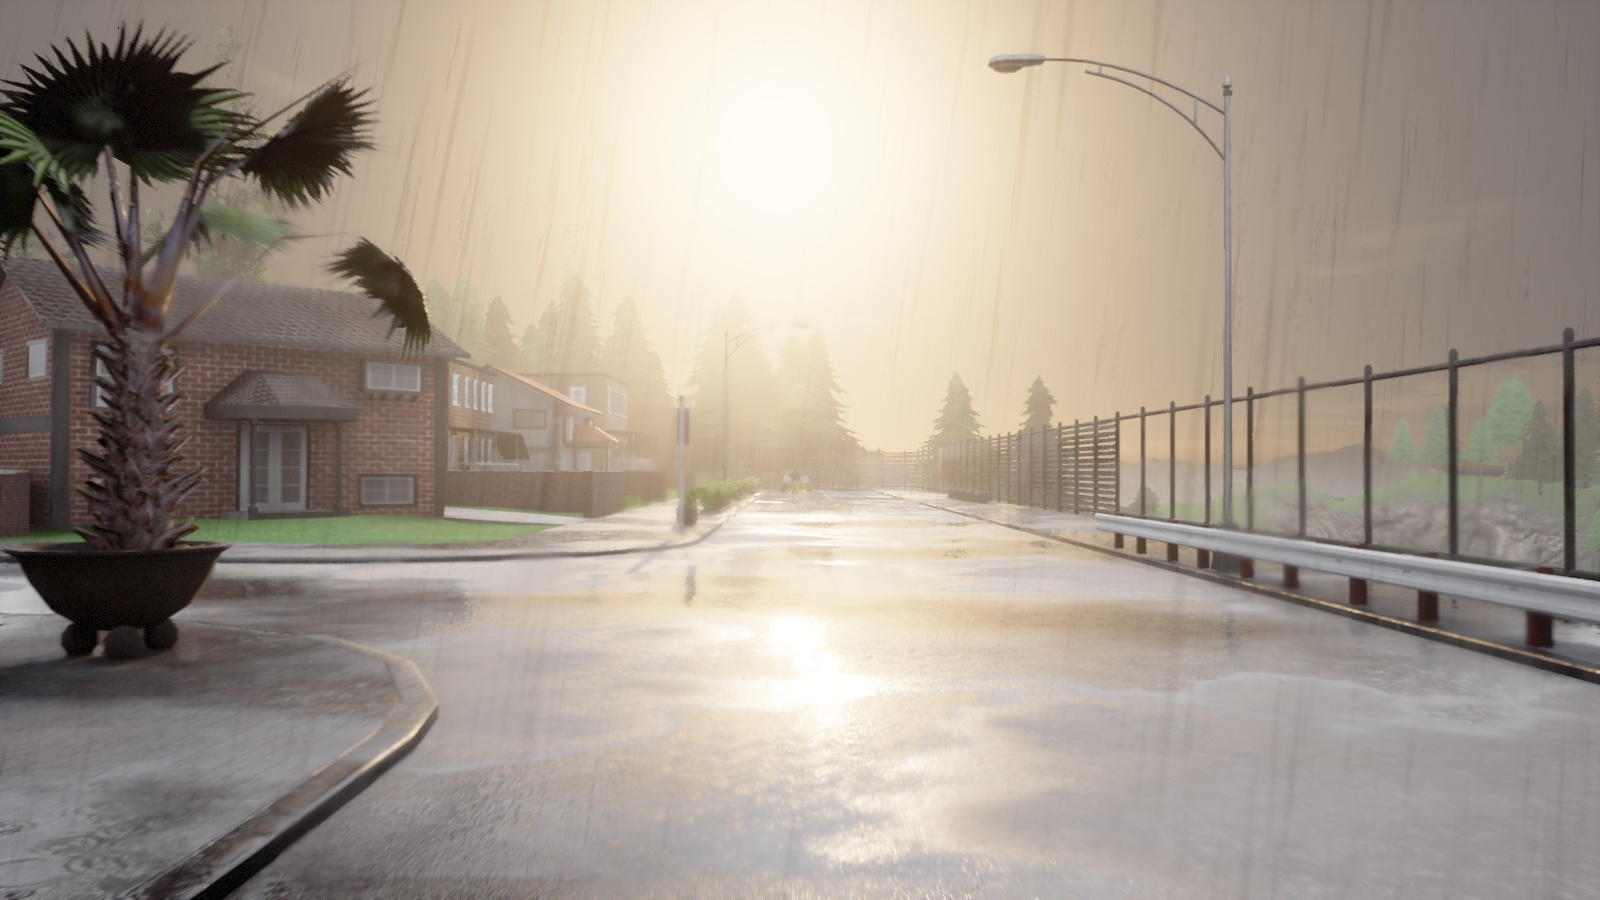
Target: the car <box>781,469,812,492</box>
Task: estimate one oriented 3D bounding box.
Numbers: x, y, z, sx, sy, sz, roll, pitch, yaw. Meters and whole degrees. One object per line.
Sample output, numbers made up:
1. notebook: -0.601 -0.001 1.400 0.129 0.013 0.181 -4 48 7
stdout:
1. car: -0.295 2.228 93.655 2.242 1.667 4.611 0 -1 -1
